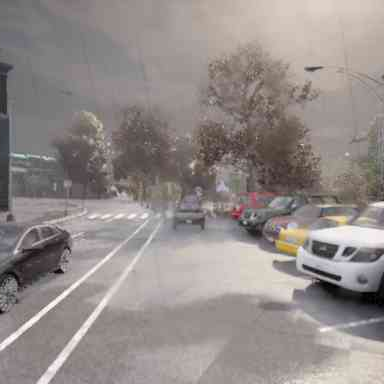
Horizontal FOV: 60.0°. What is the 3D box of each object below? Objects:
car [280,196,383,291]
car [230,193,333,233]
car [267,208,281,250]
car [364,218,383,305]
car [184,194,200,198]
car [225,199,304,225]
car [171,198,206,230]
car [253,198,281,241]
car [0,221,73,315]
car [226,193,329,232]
[{"bbox_3d":[5.264,1.229,7.997,5.566,2.045,2.435,1,1,-21],"label":"car"},{"bbox_3d":[5.108,1.137,16.912,5.566,2.045,2.435,0,1,-21],"label":"car"},{"bbox_3d":[5.417,1.458,11.066,5.366,1.575,1.946,1,0,-21],"label":"car"},{"bbox_3d":[5.286,1.366,5.027,4.553,1.767,2.185,1,0,-21],"label":"car"},{"bbox_3d":[0.087,1.023,35.524,2.097,1.767,4.553,1,1,6],"label":"car"},{"bbox_3d":[4.964,1.312,22.875,4.892,1.521,2.231,0,1,-22],"label":"car"},{"bbox_3d":[-0.212,1.346,20.168,2.128,1.511,4.902,0,1,-1],"label":"car"},{"bbox_3d":[5.224,1.302,13.969,4.553,1.767,2.185,1,1,-21],"label":"car"},{"bbox_3d":[-4.307,1.486,7.620,2.128,1.511,4.902,0,0,-1],"label":"car"},{"bbox_3d":[5.083,1.099,19.914,5.566,2.045,2.435,0,1,-22],"label":"car"}]
